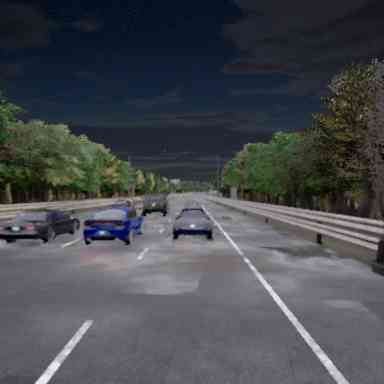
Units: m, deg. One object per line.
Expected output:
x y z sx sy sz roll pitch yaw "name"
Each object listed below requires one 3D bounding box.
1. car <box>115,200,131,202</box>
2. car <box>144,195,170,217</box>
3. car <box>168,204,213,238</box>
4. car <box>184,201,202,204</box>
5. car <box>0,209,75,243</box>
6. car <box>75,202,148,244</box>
-6.914 1.557 33.734 1.837 1.490 4.892 0 0 0 "car"
-3.420 1.268 32.500 2.150 2.045 5.566 0 0 0 "car"
0.038 1.530 17.327 1.994 1.385 4.181 0 0 0 "car"
0.091 1.620 34.733 1.994 1.385 4.181 0 0 0 "car"
-6.975 1.507 15.697 2.033 1.411 5.357 0 0 1 "car"
-3.476 1.436 15.453 1.882 1.535 5.008 0 0 1 "car"
